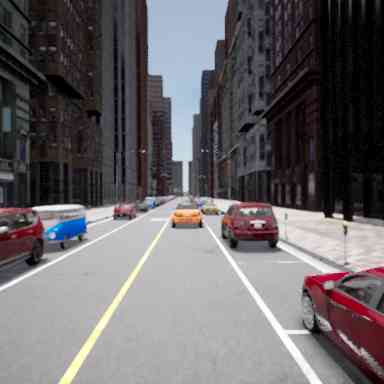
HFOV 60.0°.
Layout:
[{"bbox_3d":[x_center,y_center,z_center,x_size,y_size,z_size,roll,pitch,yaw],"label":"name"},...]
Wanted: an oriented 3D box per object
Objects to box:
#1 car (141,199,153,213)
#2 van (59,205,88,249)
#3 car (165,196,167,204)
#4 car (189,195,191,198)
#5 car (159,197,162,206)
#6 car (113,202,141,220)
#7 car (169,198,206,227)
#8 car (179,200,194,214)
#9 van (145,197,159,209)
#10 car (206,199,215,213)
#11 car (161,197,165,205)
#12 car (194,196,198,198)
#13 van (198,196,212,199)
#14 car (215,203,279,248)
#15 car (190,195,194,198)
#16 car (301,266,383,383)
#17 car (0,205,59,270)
[{"bbox_3d":[-6.591,1.946,43.228,1.947,1.339,4.313,-1,0,-1],"label":"car"},{"bbox_3d":[-6.023,1.499,15.052,1.690,1.788,3.998,-1,0,-1],"label":"van"},{"bbox_3d":[-7.164,1.924,71.406,2.192,1.841,5.009,-1,0,-1],"label":"car"},{"bbox_3d":[1.017,1.995,88.495,2.192,1.841,5.009,-1,0,-1],"label":"car"},{"bbox_3d":[-6.933,2.083,60.134,1.947,1.339,4.313,-1,0,-1],"label":"car"},{"bbox_3d":[-6.363,1.834,31.957,1.887,1.381,4.507,-1,0,-1],"label":"car"},{"bbox_3d":[-0.355,1.535,24.457,2.097,1.767,4.553,0,0,-1],"label":"car"},{"bbox_3d":[-0.708,1.830,42.176,1.837,1.490,4.892,0,0,-1],"label":"car"},{"bbox_3d":[-6.822,1.812,54.500,1.690,1.788,3.998,-1,0,-1],"label":"van"},{"bbox_3d":[2.042,1.794,37.949,1.752,1.417,4.829,-1,0,-1],"label":"car"},{"bbox_3d":[-7.047,2.129,65.769,1.947,1.339,4.313,-1,0,-1],"label":"car"},{"bbox_3d":[1.702,1.844,54.684,1.967,1.590,4.097,-1,0,-1],"label":"car"},{"bbox_3d":[1.929,1.654,43.415,1.690,1.788,3.998,-1,0,-1],"label":"van"},{"bbox_3d":[2.499,1.406,15.240,2.192,1.841,5.009,-1,0,-1],"label":"car"},{"bbox_3d":[1.246,2.028,77.223,1.967,1.590,4.097,-1,0,-1],"label":"car"},{"bbox_3d":[2.730,1.552,3.969,1.887,1.381,4.507,-1,0,-1],"label":"car"},{"bbox_3d":[-5.910,1.431,9.417,2.192,1.841,5.009,-1,0,-1],"label":"car"}]
